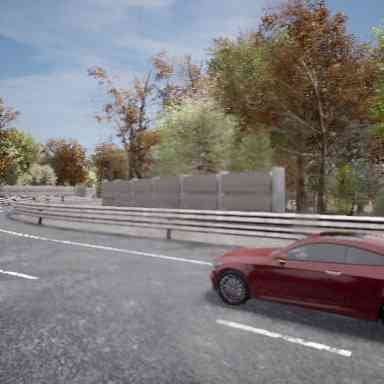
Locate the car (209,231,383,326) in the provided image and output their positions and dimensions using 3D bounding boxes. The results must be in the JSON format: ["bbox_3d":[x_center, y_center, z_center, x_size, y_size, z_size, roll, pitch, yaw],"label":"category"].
[{"bbox_3d":[2.550,1.476,6.252,4.674,1.442,1.812,0,0,34],"label":"car"}]
